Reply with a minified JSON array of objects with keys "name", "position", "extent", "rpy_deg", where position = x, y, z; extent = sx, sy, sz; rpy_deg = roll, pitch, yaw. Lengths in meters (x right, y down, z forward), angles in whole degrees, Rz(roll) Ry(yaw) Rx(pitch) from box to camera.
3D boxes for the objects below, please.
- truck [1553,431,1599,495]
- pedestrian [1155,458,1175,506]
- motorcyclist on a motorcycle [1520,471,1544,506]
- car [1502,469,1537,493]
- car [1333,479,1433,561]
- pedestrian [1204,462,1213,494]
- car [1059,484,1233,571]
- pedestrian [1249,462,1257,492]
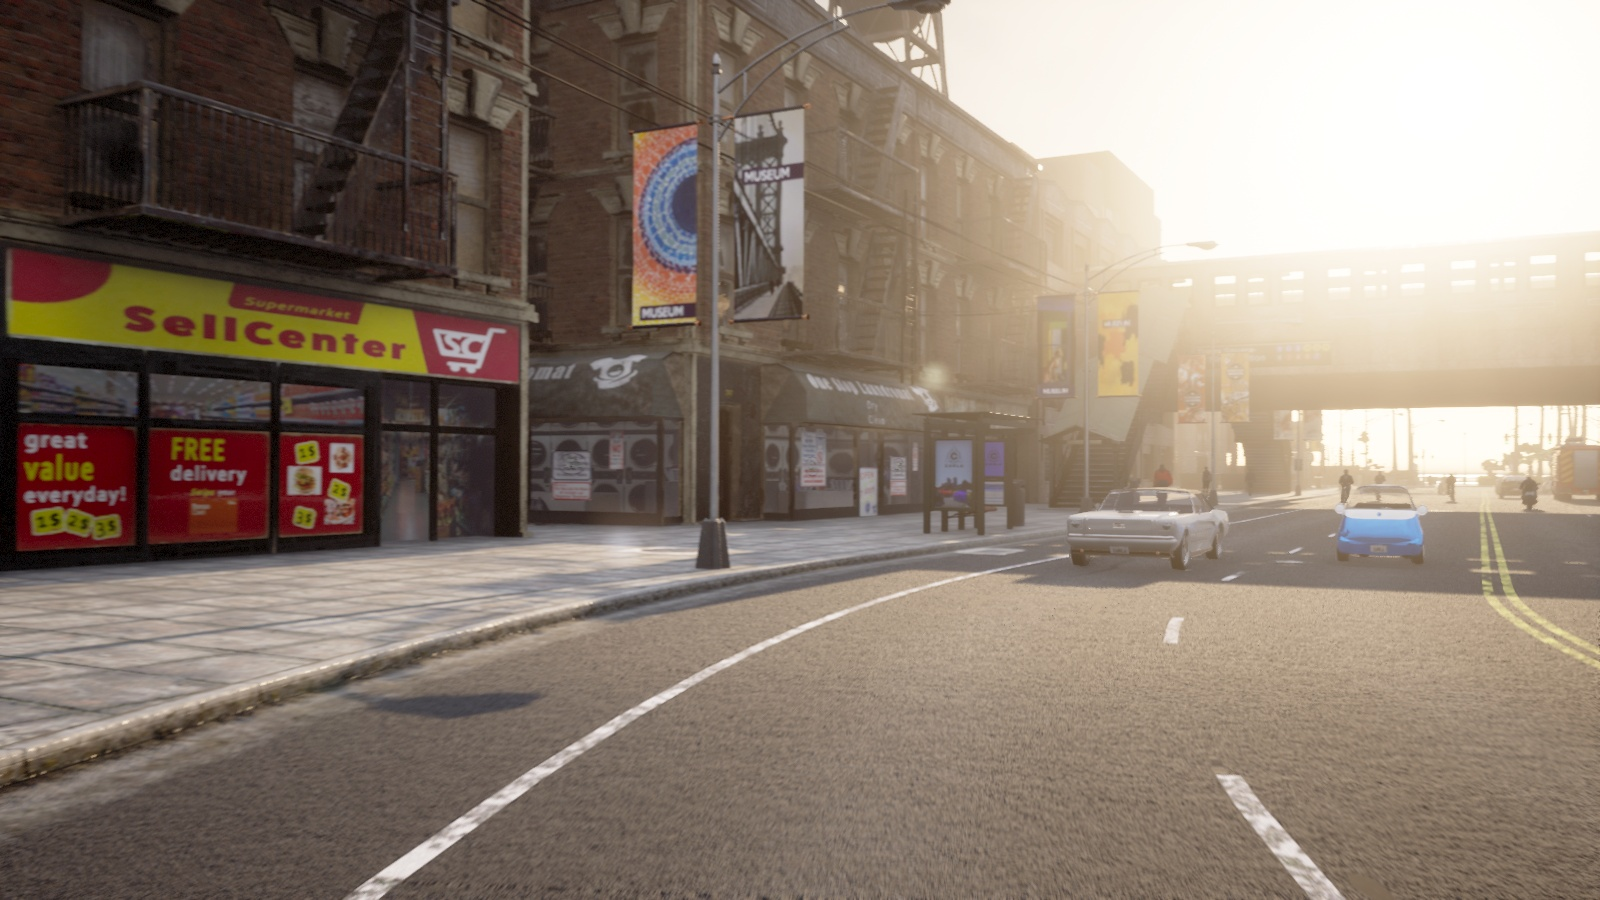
[{"name":"truck","position":[49.253,0.825,78.942],"extent":[2.891,3.827,8.468],"rpy_deg":[-1,-1,29]},{"name":"pedestrian","position":[14.110,1.243,48.572],"extent":[0.634,1.844,0.899],"rpy_deg":[-1,-1,22]},{"name":"motorcyclist on a motorcycle","position":[32.793,1.694,56.262],"extent":[0.866,1.530,2.191],"rpy_deg":[-1,-1,29]},{"name":"car","position":[47.494,2.041,83.007],"extent":[1.882,1.535,5.008],"rpy_deg":[-1,-1,29]},{"name":"car","position":[10.504,1.216,22.584],"extent":[1.481,1.376,2.207],"rpy_deg":[-1,-1,29]},{"name":"pedestrian","position":[23.726,1.622,72.913],"extent":[0.331,1.846,0.634],"rpy_deg":[-1,-1,29]},{"name":"car","position":[6.140,1.263,21.882],"extent":[1.895,1.301,4.718],"rpy_deg":[-1,-1,28]},{"name":"pedestrian","position":[27.911,1.684,77.368],"extent":[0.370,1.835,0.726],"rpy_deg":[-1,-1,30]}]
